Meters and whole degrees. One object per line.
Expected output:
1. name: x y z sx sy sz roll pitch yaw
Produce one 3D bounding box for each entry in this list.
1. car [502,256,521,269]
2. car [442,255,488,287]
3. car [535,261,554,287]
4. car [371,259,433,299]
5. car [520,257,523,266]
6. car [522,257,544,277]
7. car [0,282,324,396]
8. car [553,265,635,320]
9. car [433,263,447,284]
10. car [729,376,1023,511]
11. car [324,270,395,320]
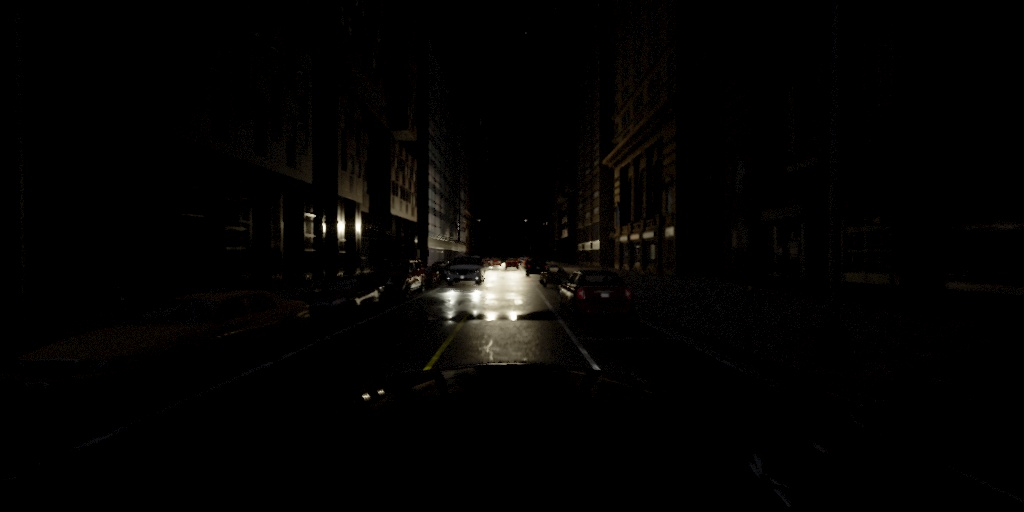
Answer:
1. car: -0.001 1.091 54.497 2.097 1.767 4.553 0 0 0
2. car: -3.100 0.964 25.100 2.150 2.045 5.566 0 0 0
3. car: 2.760 1.266 23.926 1.751 1.417 4.829 0 0 0
4. car: -5.765 1.058 18.139 2.192 1.841 5.009 0 0 0
5. car: 2.758 1.054 51.764 2.192 1.841 5.009 0 0 0
6. car: 2.384 1.091 35.265 2.097 1.767 4.553 0 0 0
7. car: -5.764 1.273 6.765 1.751 1.417 4.829 0 0 0
8. car: 2.761 1.185 12.552 1.967 1.591 4.097 0 0 0
9. car: -5.765 1.323 23.741 1.802 1.307 4.207 0 0 0
10. car: 2.762 1.190 1.349 1.967 1.591 4.097 0 0 0
11. car: -5.764 1.327 12.537 1.802 1.307 4.207 0 0 0
